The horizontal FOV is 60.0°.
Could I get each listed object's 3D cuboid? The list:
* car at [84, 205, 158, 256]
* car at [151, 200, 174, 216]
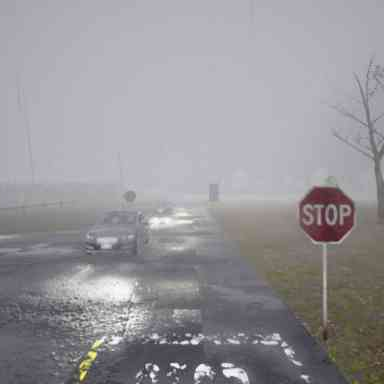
[{"bbox_3d":[-2.766,1.494,13.199,2.128,1.511,4.902,0,0,0],"label":"car"},{"bbox_3d":[-2.789,1.495,32.117,2.128,1.511,4.902,0,0,0],"label":"car"}]
